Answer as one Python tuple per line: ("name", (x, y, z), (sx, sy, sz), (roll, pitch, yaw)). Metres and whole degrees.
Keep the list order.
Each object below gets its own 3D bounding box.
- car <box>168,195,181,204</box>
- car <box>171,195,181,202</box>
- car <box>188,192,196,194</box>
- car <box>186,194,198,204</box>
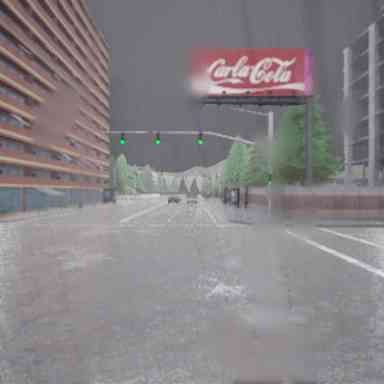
("car", (-3.503, 1.392, 62.126), (1.837, 1.490, 4.892), (0, 0, 0))
("car", (-3.507, 1.412, 71.232), (1.895, 1.301, 4.718), (0, 0, -6))
("car", (-0.004, 1.042, 71.233), (2.150, 2.045, 5.566), (0, 0, 0))
("car", (-0.003, 1.489, 61.571), (1.895, 1.301, 4.718), (0, 0, 0))
